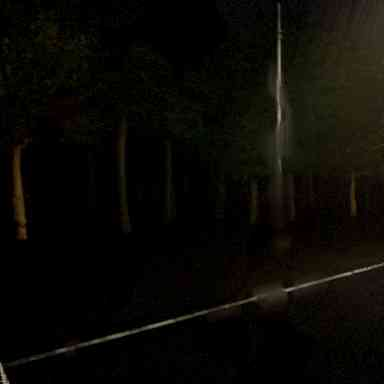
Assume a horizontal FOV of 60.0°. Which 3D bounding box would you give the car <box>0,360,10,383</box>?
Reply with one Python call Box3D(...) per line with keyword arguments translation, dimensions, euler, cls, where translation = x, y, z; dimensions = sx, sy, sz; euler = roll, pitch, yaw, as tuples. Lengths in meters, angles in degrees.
Box3D(translation=(-3.272, 1.357, 1.414), dimensions=(4.553, 1.767, 2.097), euler=(0, 0, -36), cls="car")
